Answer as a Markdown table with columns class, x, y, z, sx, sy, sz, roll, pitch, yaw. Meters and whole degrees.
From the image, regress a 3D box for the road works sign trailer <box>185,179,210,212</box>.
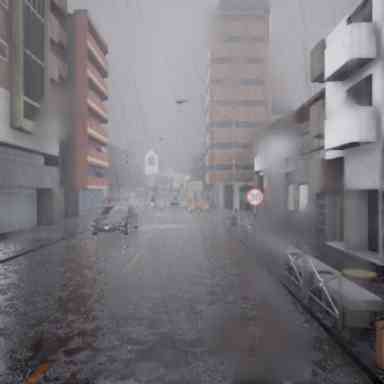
| class | x | y | z | sx | sy | sz | roll | pitch | yaw |
| --- | --- | --- | --- | --- | --- | --- | --- | --- | --- |
| road works sign trailer | 0.205 | 0.368 | 37.028 | 2.380 | 3.560 | 2.880 | 0 | 0 | -37 |

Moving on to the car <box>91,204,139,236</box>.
| class | x | y | z | sx | sy | sz | roll | pitch | yaw |
| --- | --- | --- | --- | --- | --- | --- | --- | --- | --- |
| car | -4.096 | 1.456 | 18.339 | 1.837 | 1.490 | 4.892 | 0 | 0 | 0 |

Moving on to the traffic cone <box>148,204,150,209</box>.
| class | x | y | z | sx | sy | sz | roll | pitch | yaw |
| --- | --- | --- | --- | --- | --- | --- | --- | --- | --- |
| traffic cone | -5.331 | 1.849 | 41.638 | 0.340 | 0.580 | 0.340 | 0 | 0 | -37 |
